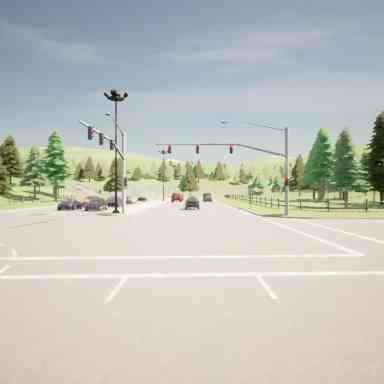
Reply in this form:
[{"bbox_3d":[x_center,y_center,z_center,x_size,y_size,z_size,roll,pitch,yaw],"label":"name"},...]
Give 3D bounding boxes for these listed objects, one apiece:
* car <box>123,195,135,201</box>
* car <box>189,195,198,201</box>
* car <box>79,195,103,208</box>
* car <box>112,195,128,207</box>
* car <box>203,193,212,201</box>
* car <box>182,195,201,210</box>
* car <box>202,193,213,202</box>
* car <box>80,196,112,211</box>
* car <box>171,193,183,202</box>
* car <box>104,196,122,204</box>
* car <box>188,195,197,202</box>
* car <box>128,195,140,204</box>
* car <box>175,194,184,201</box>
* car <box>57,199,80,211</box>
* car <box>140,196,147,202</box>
[{"bbox_3d":[-14.840,1.355,78.258,1.895,1.301,4.718,0,0,1],"label":"car"},{"bbox_3d":[0.321,1.466,84.503,2.128,1.511,4.902,0,0,2],"label":"car"},{"bbox_3d":[-15.057,1.352,49.756,2.097,1.767,4.553,0,0,0],"label":"car"},{"bbox_3d":[-11.561,1.547,50.154,2.033,1.411,5.357,0,0,0],"label":"car"},{"bbox_3d":[3.820,1.166,84.439,2.150,2.045,5.566,0,0,2],"label":"car"},{"bbox_3d":[0.032,1.504,43.214,1.837,1.490,4.892,0,0,0],"label":"car"},{"bbox_3d":[3.591,1.536,73.814,2.033,1.411,5.357,0,0,1],"label":"car"},{"bbox_3d":[-11.570,1.505,40.415,1.837,1.490,4.892,0,0,0],"label":"car"},{"bbox_3d":[-3.409,1.221,73.853,2.150,2.045,5.566,0,0,1],"label":"car"},{"bbox_3d":[-14.995,1.492,63.272,2.128,1.511,4.902,0,0,1],"label":"car"},{"bbox_3d":[0.095,1.475,74.233,1.882,1.535,5.008,0,0,1],"label":"car"},{"bbox_3d":[-11.518,1.601,61.632,1.895,1.301,4.718,0,0,1],"label":"car"},{"bbox_3d":[-3.178,1.419,84.598,1.882,1.535,5.008,0,0,2],"label":"car"},{"bbox_3d":[-15.058,1.564,41.249,1.994,1.385,4.181,0,0,1],"label":"car"},{"bbox_3d":[-11.394,1.591,75.347,1.895,1.301,4.718,0,0,1],"label":"car"}]
